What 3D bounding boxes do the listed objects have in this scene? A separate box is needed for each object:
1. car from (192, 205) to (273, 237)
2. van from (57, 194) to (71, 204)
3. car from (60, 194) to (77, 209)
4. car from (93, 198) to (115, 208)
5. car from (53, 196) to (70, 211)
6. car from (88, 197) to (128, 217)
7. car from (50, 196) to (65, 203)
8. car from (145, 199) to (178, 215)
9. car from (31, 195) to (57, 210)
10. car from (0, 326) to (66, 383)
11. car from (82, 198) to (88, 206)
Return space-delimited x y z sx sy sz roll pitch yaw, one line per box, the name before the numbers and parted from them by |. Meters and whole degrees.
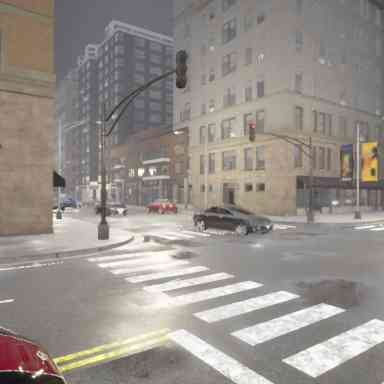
car | 2.105 1.496 18.216 1.837 1.490 4.892 0 0 -43
van | -25.187 1.334 65.406 1.690 1.788 3.998 0 0 -35
car | -16.560 1.441 43.656 1.882 1.535 5.008 0 0 -35
car | -12.627 1.566 47.571 1.802 1.307 4.206 0 0 -35
car | -16.049 1.521 38.494 1.947 1.339 4.313 0 0 -35
car | -7.605 1.461 30.911 2.128 1.511 4.902 0 0 -35
car | -28.328 1.563 69.864 1.947 1.339 4.313 0 0 -35
car | -3.205 1.430 34.195 1.967 1.590 4.097 0 0 -35
car | -19.188 1.269 42.954 2.192 1.841 5.009 0 0 -35
car | -2.845 1.352 1.440 4.553 1.767 2.097 0 0 -36
car | -15.865 1.510 52.168 1.752 1.417 4.829 0 0 -35
